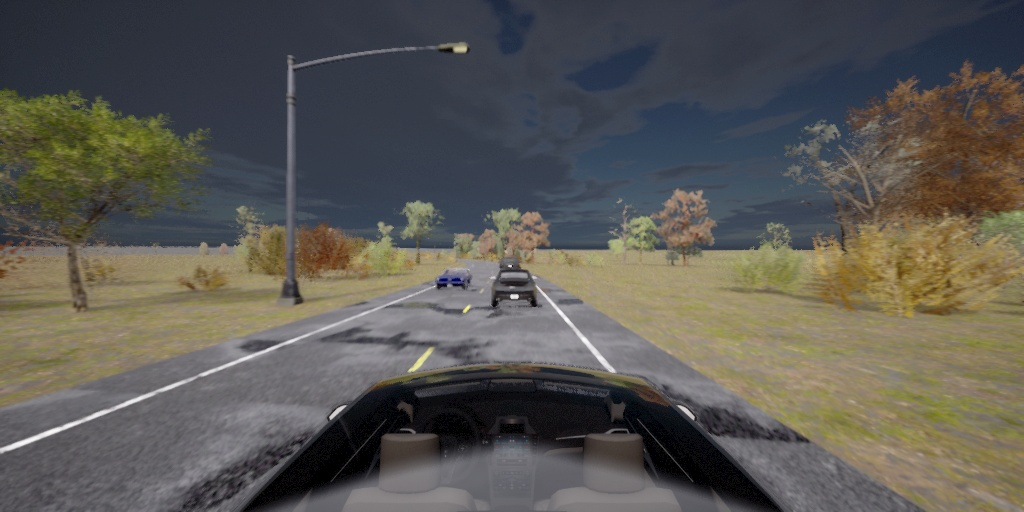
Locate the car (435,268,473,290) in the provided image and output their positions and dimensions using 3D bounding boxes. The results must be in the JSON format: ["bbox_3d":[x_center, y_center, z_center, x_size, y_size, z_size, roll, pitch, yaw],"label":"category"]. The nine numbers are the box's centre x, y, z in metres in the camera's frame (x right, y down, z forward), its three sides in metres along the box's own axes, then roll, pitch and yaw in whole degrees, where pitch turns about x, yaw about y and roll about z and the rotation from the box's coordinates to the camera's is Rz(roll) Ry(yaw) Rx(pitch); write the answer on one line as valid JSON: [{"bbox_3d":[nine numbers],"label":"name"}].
[{"bbox_3d":[-3.672,1.444,23.226,1.895,1.301,4.718,0,0,-1],"label":"car"}]

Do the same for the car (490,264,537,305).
[{"bbox_3d":[0.081,1.320,16.308,1.837,1.490,4.892,0,0,0],"label":"car"}]

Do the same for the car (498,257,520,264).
[{"bbox_3d":[-0.313,1.120,38.250,2.150,2.045,5.566,0,0,-2],"label":"car"}]
